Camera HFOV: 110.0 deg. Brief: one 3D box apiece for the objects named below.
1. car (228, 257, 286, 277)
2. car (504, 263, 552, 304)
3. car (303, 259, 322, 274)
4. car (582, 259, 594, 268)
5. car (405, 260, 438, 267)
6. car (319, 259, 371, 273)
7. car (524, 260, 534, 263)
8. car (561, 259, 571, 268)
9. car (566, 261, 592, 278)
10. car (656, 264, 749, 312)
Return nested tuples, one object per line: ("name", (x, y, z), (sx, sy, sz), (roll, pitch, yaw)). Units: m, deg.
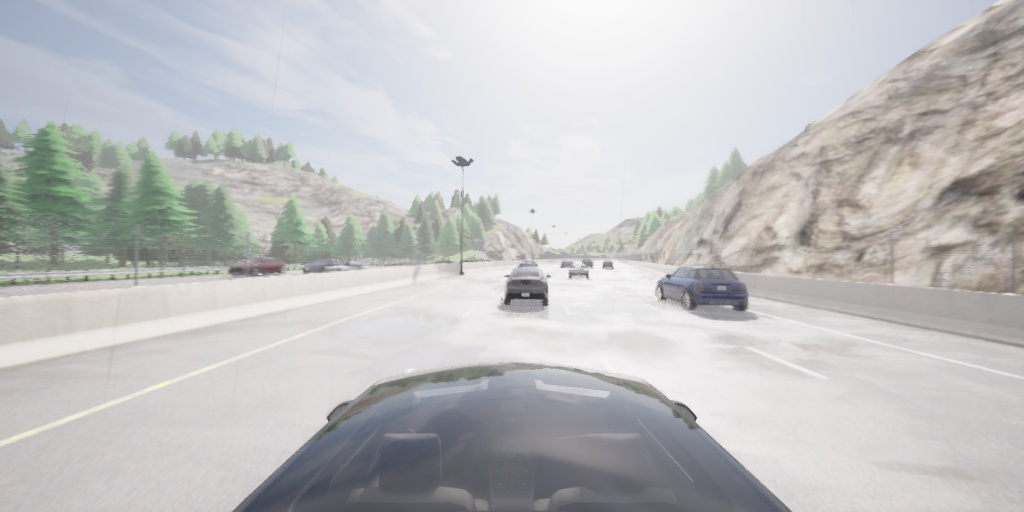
("car", (-22.459, 0.860, 31.816), (2.097, 1.767, 4.553), (1, 0, 8))
("car", (0.715, 1.263, 16.368), (1.837, 1.490, 4.892), (0, 0, 4))
("car", (-18.396, 1.041, 35.461), (2.128, 1.511, 4.902), (1, 0, 9))
("car", (13.395, 1.242, 63.838), (2.097, 1.767, 4.553), (1, 0, 15))
("car", (-10.436, 1.200, 40.326), (1.994, 1.385, 4.181), (1, 0, 11))
("car", (-15.207, 1.186, 33.312), (1.895, 1.301, 4.718), (1, 0, 9))
("car", (2.424, 1.321, 51.351), (2.033, 1.411, 5.357), (1, 0, 17))
("car", (9.925, 1.344, 64.474), (2.128, 1.511, 4.902), (1, 0, 15))
("car", (6.459, 1.418, 34.630), (1.895, 1.301, 4.718), (1, 0, 11))
("car", (7.701, 1.183, 15.016), (2.097, 1.767, 4.553), (1, 0, 4))
